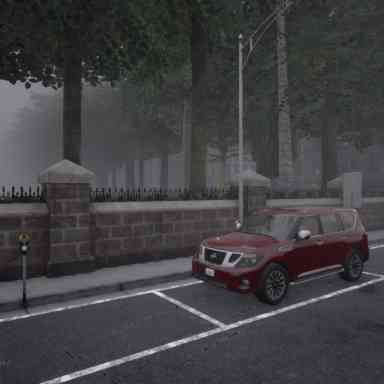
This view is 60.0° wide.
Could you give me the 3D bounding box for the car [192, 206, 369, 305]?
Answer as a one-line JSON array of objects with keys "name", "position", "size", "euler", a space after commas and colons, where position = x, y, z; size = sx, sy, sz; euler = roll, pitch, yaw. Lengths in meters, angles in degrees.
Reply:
[{"name": "car", "position": [2.411, 1.314, 8.251], "size": [5.009, 1.841, 2.192], "euler": [0, 0, -35]}]
